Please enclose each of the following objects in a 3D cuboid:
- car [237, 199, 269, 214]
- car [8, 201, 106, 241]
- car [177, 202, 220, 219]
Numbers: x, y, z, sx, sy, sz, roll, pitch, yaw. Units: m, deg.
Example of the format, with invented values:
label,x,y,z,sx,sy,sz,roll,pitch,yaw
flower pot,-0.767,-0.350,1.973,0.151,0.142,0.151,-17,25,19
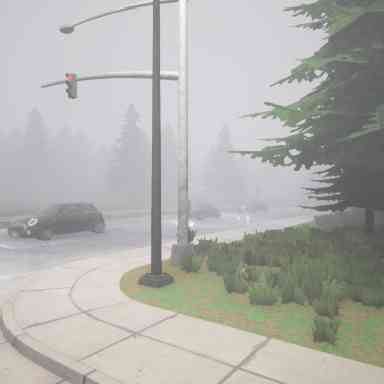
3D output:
label,x,y,z,sx,sy,sz,roll,pitch,yaw
car,6.594,1.465,35.777,2.128,1.511,4.902,0,0,36
car,-6.630,1.325,16.694,2.097,1.767,4.553,0,0,35
car,0.589,1.537,27.158,1.994,1.385,4.181,0,0,35
